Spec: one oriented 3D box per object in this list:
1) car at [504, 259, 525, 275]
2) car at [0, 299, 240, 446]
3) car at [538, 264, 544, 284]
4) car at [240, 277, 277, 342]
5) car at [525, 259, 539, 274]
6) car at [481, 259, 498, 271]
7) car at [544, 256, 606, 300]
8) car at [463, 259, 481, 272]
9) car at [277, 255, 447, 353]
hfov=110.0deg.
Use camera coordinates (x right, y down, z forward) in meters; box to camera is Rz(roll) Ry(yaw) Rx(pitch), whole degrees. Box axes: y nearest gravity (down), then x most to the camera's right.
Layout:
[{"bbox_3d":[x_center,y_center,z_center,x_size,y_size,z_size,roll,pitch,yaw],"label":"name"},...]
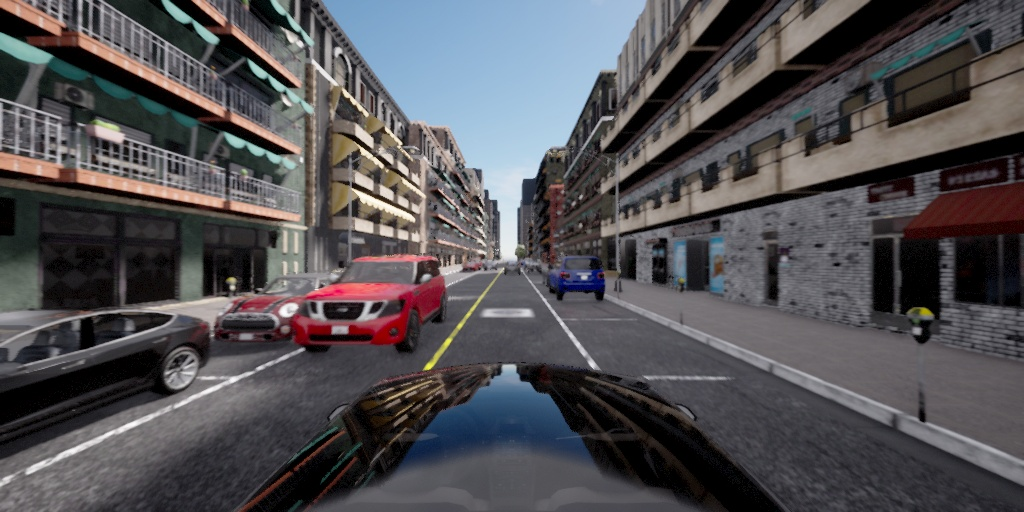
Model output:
[{"bbox_3d":[0.054,1.364,41.925,2.128,1.511,4.902,0,0,0],"label":"car"},{"bbox_3d":[-5.691,1.321,4.002,1.948,1.339,4.313,0,0,0],"label":"car"},{"bbox_3d":[3.138,1.319,25.045,1.837,1.490,4.892,0,0,0],"label":"car"},{"bbox_3d":[-5.693,1.209,9.663,1.967,1.591,4.097,0,0,0],"label":"car"},{"bbox_3d":[2.677,1.429,43.653,2.007,1.370,4.403,0,0,0],"label":"car"},{"bbox_3d":[-3.087,1.399,51.635,2.128,1.511,4.902,0,0,0],"label":"car"},{"bbox_3d":[3.101,1.022,18.076,2.150,2.045,5.566,0,0,0],"label":"car"},{"bbox_3d":[-5.705,1.443,49.316,1.888,1.381,4.507,0,0,0],"label":"car"},{"bbox_3d":[-3.104,0.990,9.230,2.150,2.045,5.566,0,0,0],"label":"car"}]
